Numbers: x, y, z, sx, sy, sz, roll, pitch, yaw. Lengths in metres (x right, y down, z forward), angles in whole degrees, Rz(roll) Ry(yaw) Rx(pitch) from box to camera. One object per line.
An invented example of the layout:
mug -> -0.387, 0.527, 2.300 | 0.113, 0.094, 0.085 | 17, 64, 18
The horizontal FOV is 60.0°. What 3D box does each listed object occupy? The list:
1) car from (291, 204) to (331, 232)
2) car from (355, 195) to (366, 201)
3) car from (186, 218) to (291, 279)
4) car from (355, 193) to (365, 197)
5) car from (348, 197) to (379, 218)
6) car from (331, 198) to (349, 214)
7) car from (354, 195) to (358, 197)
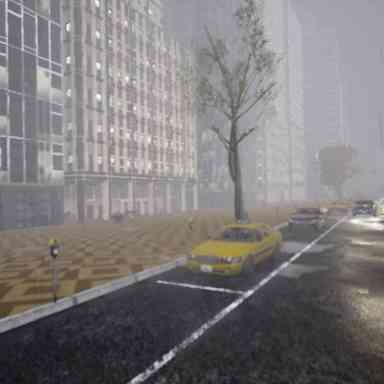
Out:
car -> 7.049, 1.587, 20.178 | 1.802, 1.307, 4.206 | -1, 0, 29
car -> 39.238, 1.389, 77.307 | 1.947, 1.339, 4.313 | -1, -1, 29
car -> 1.532, 1.570, 10.389 | 1.752, 1.417, 4.829 | -1, 0, 29
car -> 36.521, 1.150, 72.498 | 2.192, 1.841, 5.009 | -1, -1, 29
car -> 15.352, 1.414, 29.570 | 1.837, 1.490, 4.892 | -1, -1, 30
car -> 15.112, 1.476, 34.490 | 1.752, 1.417, 4.829 | -1, 0, 29
car -> 20.627, 1.461, 44.278 | 1.887, 1.381, 4.507 | -1, -1, 29
